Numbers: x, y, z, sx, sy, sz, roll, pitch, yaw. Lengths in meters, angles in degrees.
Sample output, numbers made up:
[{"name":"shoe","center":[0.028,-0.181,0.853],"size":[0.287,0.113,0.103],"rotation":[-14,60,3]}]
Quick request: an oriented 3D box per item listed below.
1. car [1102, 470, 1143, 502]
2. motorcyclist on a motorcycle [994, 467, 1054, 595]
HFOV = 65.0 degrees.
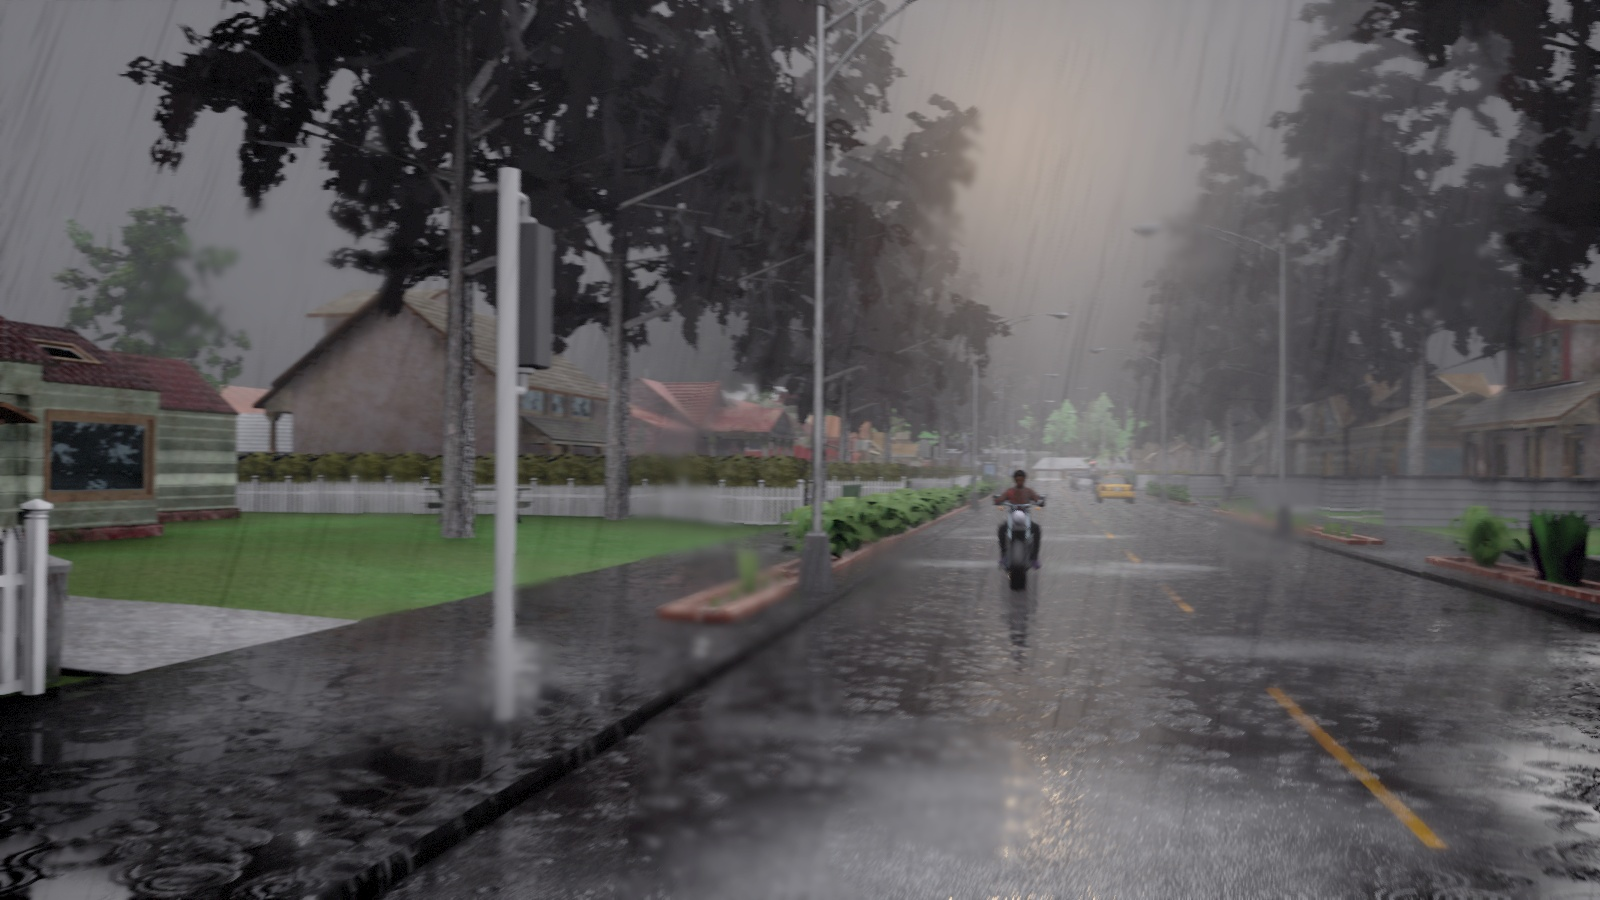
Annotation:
[{"name":"car","center":[16.850,1.846,65.742],"size":[1.801,1.575,5.366],"rotation":[0,-1,11]},{"name":"motorcyclist on a motorcycle","center":[3.127,1.055,17.406],"size":[0.766,1.649,2.350],"rotation":[0,-1,11]}]
